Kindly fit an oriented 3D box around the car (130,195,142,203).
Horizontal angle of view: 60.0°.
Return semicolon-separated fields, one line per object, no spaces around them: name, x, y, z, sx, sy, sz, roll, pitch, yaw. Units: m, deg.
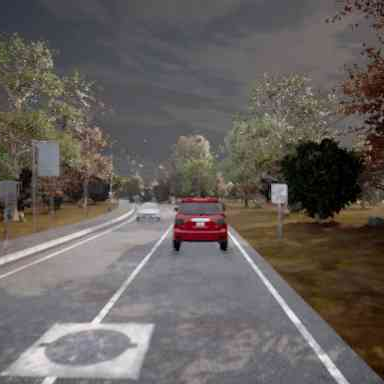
car;-11.538;1.425;69.031;2.097;1.767;4.553;2;0;-19

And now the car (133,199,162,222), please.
car;-3.451;1.609;27.279;1.812;1.442;4.674;0;0;-2

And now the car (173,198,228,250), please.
car;0.347;1.273;14.828;2.150;2.045;5.566;0;0;1

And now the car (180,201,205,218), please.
car;-0.064;1.677;33.477;2.033;1.411;5.357;1;0;-5
